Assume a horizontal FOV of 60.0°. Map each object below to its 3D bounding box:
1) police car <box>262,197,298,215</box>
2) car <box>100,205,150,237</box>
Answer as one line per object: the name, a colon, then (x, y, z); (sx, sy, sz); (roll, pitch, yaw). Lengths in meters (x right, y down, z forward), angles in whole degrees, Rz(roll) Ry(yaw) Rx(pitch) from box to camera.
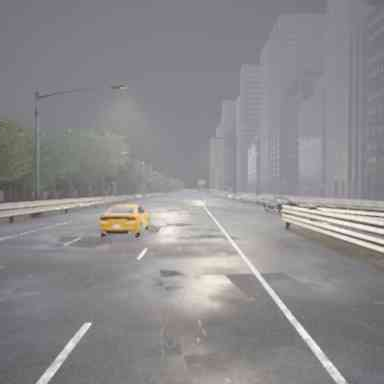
police car: (8.511, 1.306, 32.743); (1.930, 1.638, 5.238); (0, 0, -12)
car: (-3.401, 1.393, 17.519); (1.882, 1.535, 5.008); (0, 0, 0)
